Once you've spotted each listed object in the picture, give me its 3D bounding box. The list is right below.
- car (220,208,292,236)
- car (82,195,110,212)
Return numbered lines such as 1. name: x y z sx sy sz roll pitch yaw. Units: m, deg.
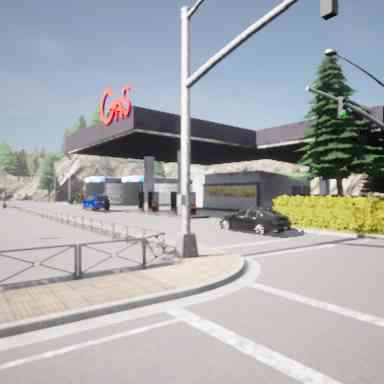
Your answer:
1. car: 3.708 1.725 20.142 1.837 1.490 4.892 0 0 -35
2. car: -12.421 1.425 42.875 2.150 2.045 5.566 0 0 -35
